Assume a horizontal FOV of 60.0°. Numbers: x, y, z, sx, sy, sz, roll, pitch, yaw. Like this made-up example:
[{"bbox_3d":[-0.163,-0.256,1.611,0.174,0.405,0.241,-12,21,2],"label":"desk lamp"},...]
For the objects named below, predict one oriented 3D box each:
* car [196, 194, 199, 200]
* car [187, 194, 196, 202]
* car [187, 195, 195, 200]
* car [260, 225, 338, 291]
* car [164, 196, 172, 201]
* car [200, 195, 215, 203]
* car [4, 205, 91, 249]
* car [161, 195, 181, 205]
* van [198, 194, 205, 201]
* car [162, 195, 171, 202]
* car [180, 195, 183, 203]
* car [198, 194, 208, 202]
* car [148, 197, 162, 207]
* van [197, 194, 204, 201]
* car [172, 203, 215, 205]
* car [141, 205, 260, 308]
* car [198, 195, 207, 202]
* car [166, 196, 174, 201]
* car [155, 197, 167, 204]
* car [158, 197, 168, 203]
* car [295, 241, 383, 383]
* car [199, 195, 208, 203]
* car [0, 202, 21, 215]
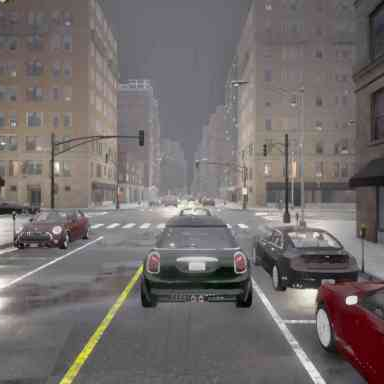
[{"bbox_3d":[2.551,1.398,69.192,2.192,1.841,5.009,0,0,0],"label":"car"},{"bbox_3d":[-0.198,1.706,80.174,1.895,1.301,4.718,0,0,0],"label":"car"},{"bbox_3d":[-0.269,1.542,90.149,1.994,1.385,4.181,0,0,0],"label":"car"},{"bbox_3d":[2.696,1.553,8.744,2.008,1.369,4.403,0,0,0],"label":"car"},{"bbox_3d":[-6.092,1.720,85.662,1.802,1.307,4.206,0,0,0],"label":"car"},{"bbox_3d":[2.667,1.590,52.671,1.887,1.381,4.507,0,0,0],"label":"car"},{"bbox_3d":[-5.816,1.445,14.252,1.967,1.590,4.097,0,0,0],"label":"car"},{"bbox_3d":[-3.078,1.588,50.289,2.033,1.411,5.357,0,0,-1],"label":"car"},{"bbox_3d":[2.435,1.480,85.714,1.690,1.788,3.998,0,0,0],"label":"van"},{"bbox_3d":[-6.052,1.558,80.154,1.967,1.590,4.097,0,0,0],"label":"car"},{"bbox_3d":[-3.131,1.661,60.106,1.895,1.301,4.718,0,0,0],"label":"car"},{"bbox_3d":[2.588,1.594,63.855,1.752,1.417,4.829,0,0,0],"label":"car"},{"bbox_3d":[-5.858,1.595,52.614,2.008,1.369,4.403,0,0,0],"label":"car"},{"bbox_3d":[2.396,1.503,91.220,1.690,1.788,3.998,0,0,0],"label":"van"},{"bbox_3d":[0.135,1.497,15.443,2.128,1.511,4.902,0,0,0],"label":"car"},{"bbox_3d":[0.068,1.354,8.103,2.097,1.767,4.553,0,0,-1],"label":"car"},{"bbox_3d":[2.473,1.559,80.205,1.967,1.590,4.097,0,0,0],"label":"car"},{"bbox_3d":[-6.131,1.727,91.170,1.947,1.339,4.313,0,0,0],"label":"car"},{"bbox_3d":[-5.936,1.613,63.630,1.887,1.381,4.507,0,0,0],"label":"car"},{"bbox_3d":[-5.975,1.665,69.138,1.802,1.307,4.206,0,0,0],"label":"car"},{"bbox_3d":[2.683,1.545,3.252,1.887,1.381,4.507,0,0,0],"label":"car"},{"bbox_3d":[2.512,1.540,74.699,1.967,1.590,4.097,0,0,0],"label":"car"},{"bbox_3d":[-16.318,1.531,30.289,4.718,1.301,1.895,0,0,0],"label":"car"}]
